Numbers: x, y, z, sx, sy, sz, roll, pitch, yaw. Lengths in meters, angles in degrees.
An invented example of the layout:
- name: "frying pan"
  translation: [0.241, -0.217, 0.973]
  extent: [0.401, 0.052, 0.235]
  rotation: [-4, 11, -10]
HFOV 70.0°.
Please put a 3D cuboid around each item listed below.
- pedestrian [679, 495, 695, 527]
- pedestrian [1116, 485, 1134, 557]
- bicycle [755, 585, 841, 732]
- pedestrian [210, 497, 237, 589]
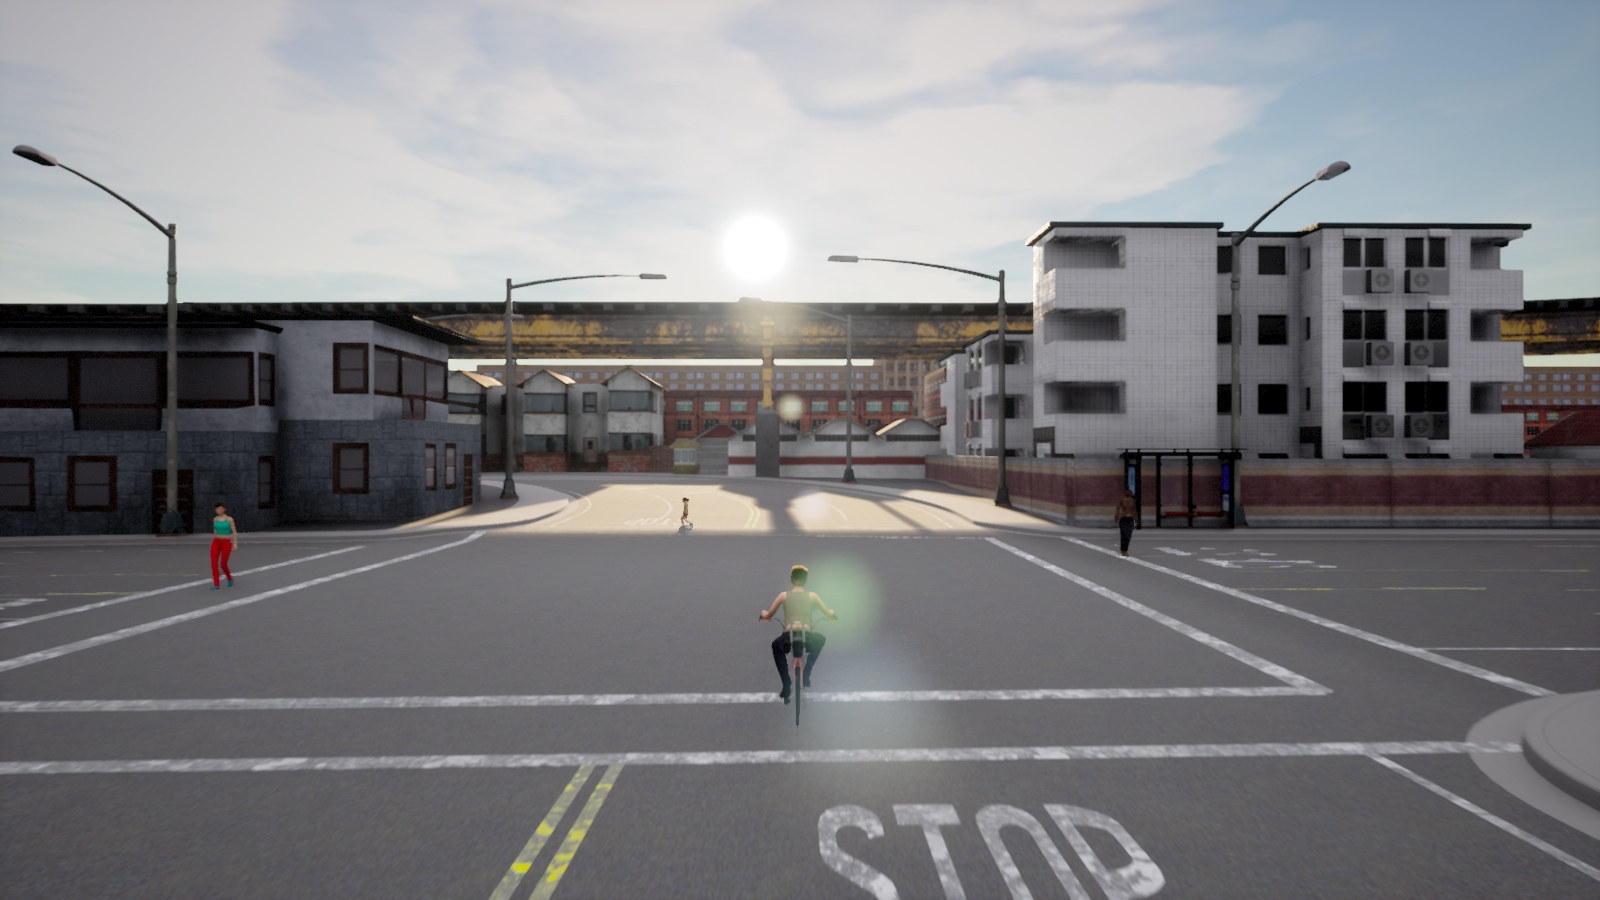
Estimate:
- name: "pedestrian"
  translation: [-3.905, 2.109, 39.588]
  extent: [0.500, 1.100, 0.500]
  rotation: [0, 0, 2]
- name: "pedestrian"
  translation: [8.511, 1.860, 29.919]
  extent: [0.375, 1.860, 0.375]
  rotation: [0, 0, -2]
- name: "bicycle"
  translation: [-0.017, 2.159, 12.104]
  extent: [0.859, 1.301, 1.487]
  rotation: [0, 0, 0]
- name: "pedestrian"
  translation: [-11.867, 1.911, 23.517]
  extent: [0.375, 1.860, 0.375]
  rotation: [0, 0, 0]
